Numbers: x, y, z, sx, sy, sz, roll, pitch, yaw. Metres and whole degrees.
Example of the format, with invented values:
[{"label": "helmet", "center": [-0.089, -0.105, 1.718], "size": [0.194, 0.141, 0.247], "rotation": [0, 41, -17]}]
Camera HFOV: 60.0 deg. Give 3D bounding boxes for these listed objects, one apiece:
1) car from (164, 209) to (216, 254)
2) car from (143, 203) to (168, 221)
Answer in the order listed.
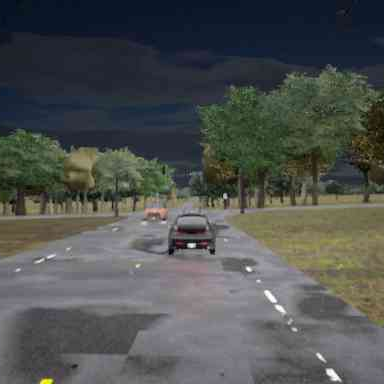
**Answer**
[{"label": "car", "center": [-0.002, 1.688, 14.353], "size": [1.837, 1.490, 4.892], "rotation": [0, -1, 0]}, {"label": "car", "center": [-3.520, 1.856, 32.721], "size": [2.097, 1.767, 4.553], "rotation": [0, -1, 0]}]
